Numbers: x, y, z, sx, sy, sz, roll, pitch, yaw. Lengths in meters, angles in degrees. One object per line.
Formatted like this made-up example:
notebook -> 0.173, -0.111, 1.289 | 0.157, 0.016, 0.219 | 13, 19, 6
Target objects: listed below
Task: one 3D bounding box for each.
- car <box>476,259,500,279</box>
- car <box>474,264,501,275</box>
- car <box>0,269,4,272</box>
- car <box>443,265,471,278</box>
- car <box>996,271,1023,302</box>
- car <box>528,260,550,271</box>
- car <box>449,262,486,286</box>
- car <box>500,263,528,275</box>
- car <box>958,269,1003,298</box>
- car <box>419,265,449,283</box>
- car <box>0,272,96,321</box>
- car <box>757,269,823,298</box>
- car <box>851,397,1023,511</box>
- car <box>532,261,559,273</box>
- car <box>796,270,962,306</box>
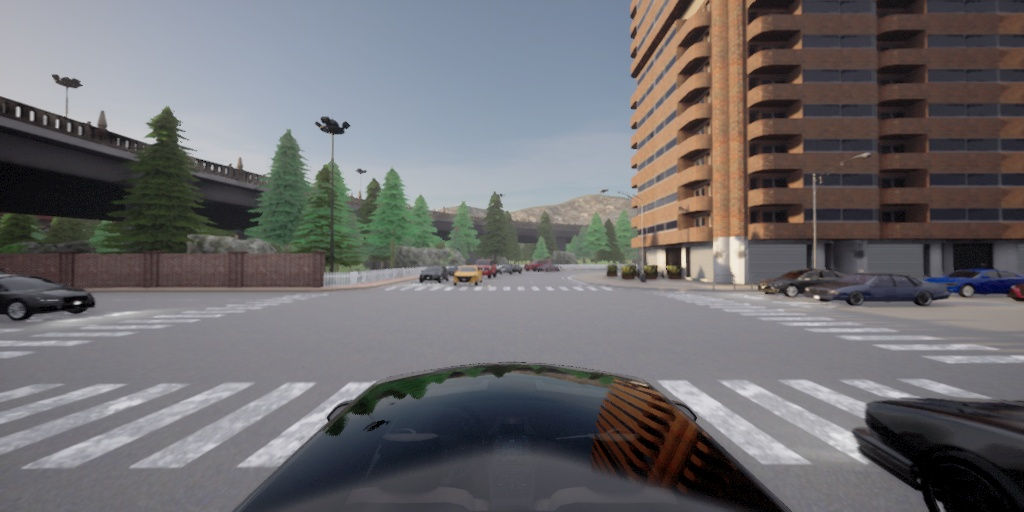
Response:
car -> -3.054, 1.395, 39.376 | 2.150, 2.045, 5.566 | 0, -1, 7
car -> -3.396, 1.825, 50.593 | 1.812, 1.442, 4.674 | 0, -1, 25
car -> -25.989, 1.342, 16.593 | 4.553, 1.767, 2.097 | 0, -1, 1
car -> -6.205, 1.758, 40.998 | 1.994, 1.385, 4.181 | 0, -1, 9
car -> 25.921, 1.517, 16.532 | 4.181, 1.385, 1.994 | 0, -1, 1
car -> 4.431, 1.638, 61.501 | 5.566, 2.045, 2.150 | 1, -1, -43
car -> -3.543, 1.540, 29.451 | 1.882, 1.535, 5.008 | 0, -1, 1
car -> -0.164, 1.775, 49.363 | 2.128, 1.511, 4.902 | 0, -1, 26
car -> 25.931, 1.470, 20.036 | 5.008, 1.535, 1.882 | 0, -1, 0
car -> -6.866, 1.600, 32.110 | 1.837, 1.490, 4.892 | 0, -1, 2
car -> -18.116, 1.448, 12.935 | 4.892, 1.490, 1.837 | 0, -1, 0
car -> 16.448, 1.504, 20.056 | 4.892, 1.490, 1.837 | 0, -1, 0
car -> 3.768, 1.283, 0.629 | 2.033, 1.411, 5.357 | 0, -1, 4
car -> 5.786, 1.938, 57.844 | 4.181, 1.385, 1.994 | 1, -1, -45
car -> 16.692, 1.507, 16.535 | 5.357, 1.411, 2.033 | 0, -1, 0
